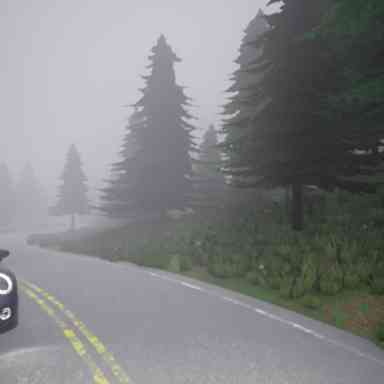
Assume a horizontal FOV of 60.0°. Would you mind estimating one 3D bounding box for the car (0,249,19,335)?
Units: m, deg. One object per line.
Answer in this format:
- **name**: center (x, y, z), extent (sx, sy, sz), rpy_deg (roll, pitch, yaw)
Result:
- **car**: center (-4.766, 1.543, 6.327), extent (2.097, 1.767, 4.553), rpy_deg (0, -3, -36)
